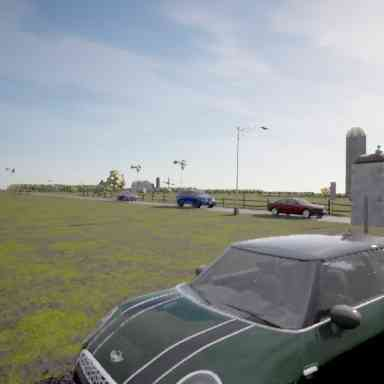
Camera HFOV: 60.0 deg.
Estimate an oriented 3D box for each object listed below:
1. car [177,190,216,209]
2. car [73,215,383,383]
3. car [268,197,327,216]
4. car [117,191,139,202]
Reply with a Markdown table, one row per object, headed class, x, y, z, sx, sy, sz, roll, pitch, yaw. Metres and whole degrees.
| class | x | y | z | sx | sy | sz | roll | pitch | yaw |
| --- | --- | --- | --- | --- | --- | --- | --- | --- | --- |
| car | 0.399 | 0.782 | 38.489 | 2.150 | 2.045 | 5.566 | 1 | 0 | -36 |
| car | 1.062 | 1.353 | 3.835 | 4.553 | 1.767 | 2.097 | 0 | 0 | -36 |
| car | 8.546 | 1.234 | 27.282 | 1.882 | 1.535 | 5.008 | 1 | 0 | -36 |
| car | -10.330 | 0.656 | 53.360 | 2.097 | 1.767 | 4.553 | 1 | 0 | -36 |
